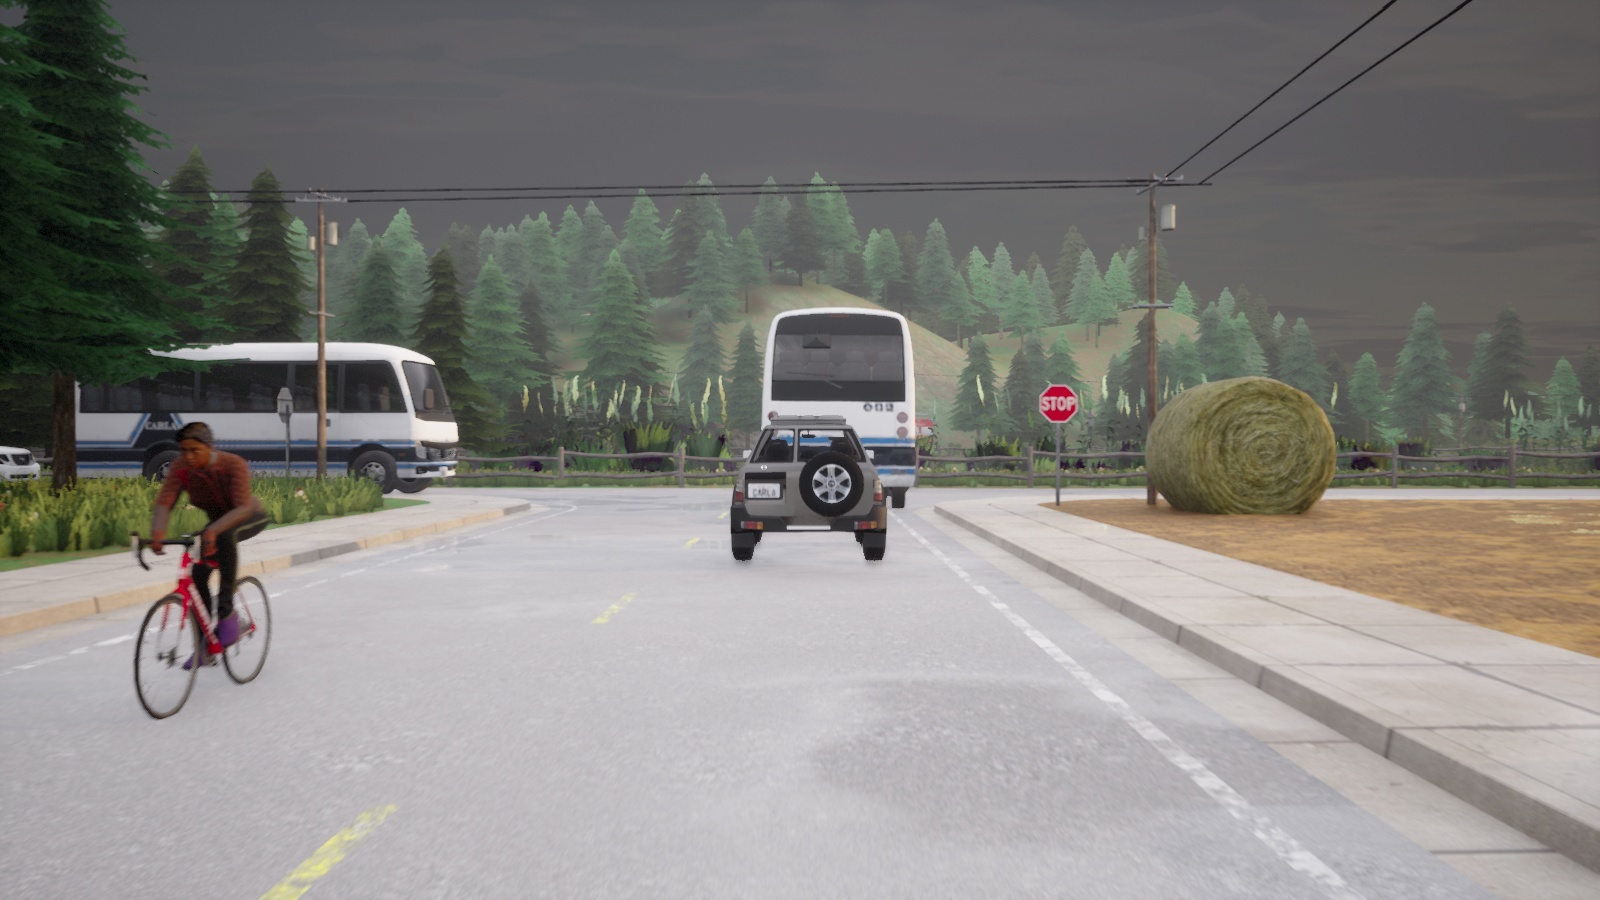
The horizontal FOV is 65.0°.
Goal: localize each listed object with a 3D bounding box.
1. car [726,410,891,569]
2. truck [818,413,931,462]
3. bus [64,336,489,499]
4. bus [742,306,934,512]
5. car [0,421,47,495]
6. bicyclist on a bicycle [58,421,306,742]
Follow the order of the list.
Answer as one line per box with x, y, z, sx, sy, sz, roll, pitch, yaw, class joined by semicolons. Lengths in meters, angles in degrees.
0.114;0.466;17.016;1.932;1.855;4.605;0;0;0;car
5.793;-0.969;98.555;8.468;3.827;2.891;0;0;-6;truck
-14.327;-0.874;35.067;10.273;4.253;3.944;0;0;3;bus
1.074;-0.815;31.233;3.944;4.253;10.273;1;0;3;bus
-24.735;0.211;35.585;5.566;2.045;2.150;0;0;2;car
-3.444;0.656;7.162;0.582;1.620;1.656;0;1;0;bicyclist on a bicycle
